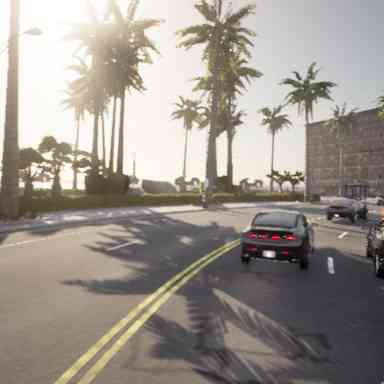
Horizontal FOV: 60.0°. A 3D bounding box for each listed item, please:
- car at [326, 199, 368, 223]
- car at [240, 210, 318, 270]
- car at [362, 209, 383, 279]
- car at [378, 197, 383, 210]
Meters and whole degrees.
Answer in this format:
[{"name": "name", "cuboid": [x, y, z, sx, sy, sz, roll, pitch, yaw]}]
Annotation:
[{"name": "car", "cuboid": [11.114, 1.275, 23.698, 1.837, 1.490, 4.892, 2, 2, 41]}, {"name": "car", "cuboid": [2.872, 1.348, 10.675, 1.837, 1.490, 4.892, 2, 0, 22]}, {"name": "car", "cuboid": [6.083, 1.443, 9.373, 1.837, 1.490, 4.892, 2, 0, 23]}, {"name": "car", "cuboid": [13.844, 1.224, 21.486, 2.097, 1.767, 4.553, 2, 1, 41]}]
